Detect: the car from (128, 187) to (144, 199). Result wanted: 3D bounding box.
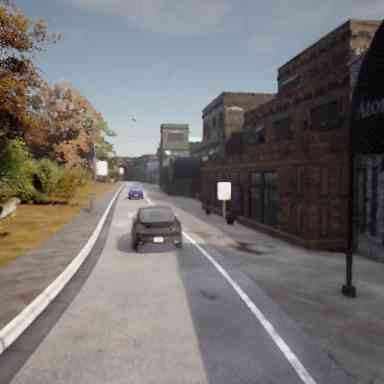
[{"bbox_3d":[-7.194,0.103,42.585,1.812,1.442,4.674,-1,3,-11],"label":"car"}]

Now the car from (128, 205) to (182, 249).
[{"bbox_3d":[-1.549,1.313,13.719,1.837,1.490,4.892,-1,2,-10],"label":"car"}]
